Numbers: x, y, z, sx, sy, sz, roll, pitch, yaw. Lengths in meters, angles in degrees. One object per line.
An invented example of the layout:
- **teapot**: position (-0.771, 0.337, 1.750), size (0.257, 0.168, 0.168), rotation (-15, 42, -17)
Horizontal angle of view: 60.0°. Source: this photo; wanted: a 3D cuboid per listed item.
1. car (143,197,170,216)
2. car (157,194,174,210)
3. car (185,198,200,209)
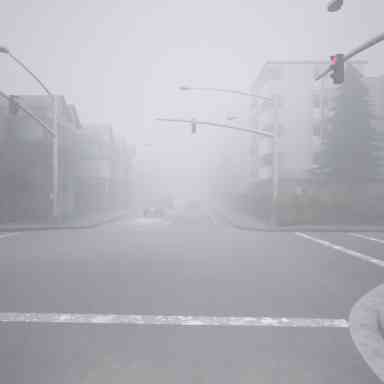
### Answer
- **car**: position (-3.581, 1.491, 32.388), size (2.128, 1.511, 4.902), rotation (0, 0, 0)
- **car**: position (-3.557, 1.224, 43.262), size (2.150, 2.045, 5.566), rotation (0, 0, 0)
- **car**: position (0.119, 1.526, 45.537), size (1.812, 1.442, 4.674), rotation (0, 0, 0)
